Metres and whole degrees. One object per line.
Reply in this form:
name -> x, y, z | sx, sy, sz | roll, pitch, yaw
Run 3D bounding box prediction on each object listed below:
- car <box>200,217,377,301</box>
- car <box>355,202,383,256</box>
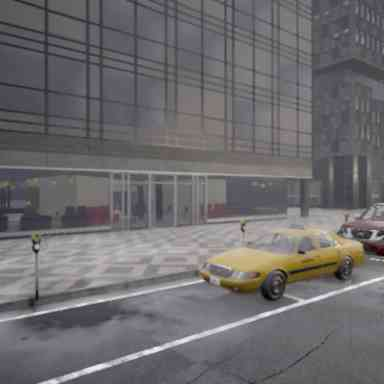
car -> 2.439, 1.509, 8.272 | 4.829, 1.417, 1.752 | 0, 0, -35
car -> 7.166, 1.289, 11.645 | 5.009, 1.841, 2.192 | 0, 0, -35
